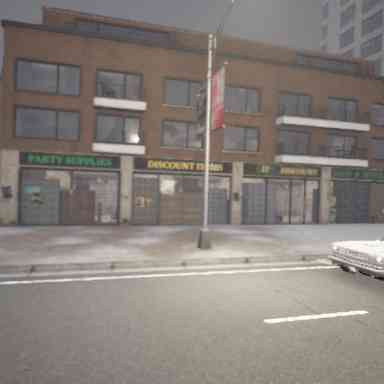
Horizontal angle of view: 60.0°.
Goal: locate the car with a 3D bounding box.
[{"bbox_3d":[6.099,1.640,8.830,4.718,1.301,1.895,1,1,-16],"label":"car"}]
